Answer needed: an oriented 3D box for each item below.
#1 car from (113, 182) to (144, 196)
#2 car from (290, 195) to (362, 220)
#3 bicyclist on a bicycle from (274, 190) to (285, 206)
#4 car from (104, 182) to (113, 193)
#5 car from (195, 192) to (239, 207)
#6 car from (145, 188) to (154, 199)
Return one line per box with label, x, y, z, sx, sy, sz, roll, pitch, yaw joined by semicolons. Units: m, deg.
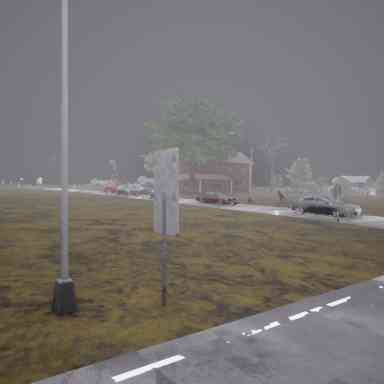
car;-9.485;-0.288;49.161;2.097;1.767;4.553;0;2;-35
car;9.196;1.018;23.076;2.128;1.511;4.902;0;2;-36
bicyclist on a bicycle;8.891;0.664;33.763;1.656;1.620;0.582;0;2;-36
car;-14.110;-0.818;60.409;2.150;2.045;5.566;0;2;-36
car;2.433;0.696;32.491;1.895;1.301;4.718;0;2;-36
car;-3.552;0.248;40.835;1.812;1.442;4.674;0;2;-36
